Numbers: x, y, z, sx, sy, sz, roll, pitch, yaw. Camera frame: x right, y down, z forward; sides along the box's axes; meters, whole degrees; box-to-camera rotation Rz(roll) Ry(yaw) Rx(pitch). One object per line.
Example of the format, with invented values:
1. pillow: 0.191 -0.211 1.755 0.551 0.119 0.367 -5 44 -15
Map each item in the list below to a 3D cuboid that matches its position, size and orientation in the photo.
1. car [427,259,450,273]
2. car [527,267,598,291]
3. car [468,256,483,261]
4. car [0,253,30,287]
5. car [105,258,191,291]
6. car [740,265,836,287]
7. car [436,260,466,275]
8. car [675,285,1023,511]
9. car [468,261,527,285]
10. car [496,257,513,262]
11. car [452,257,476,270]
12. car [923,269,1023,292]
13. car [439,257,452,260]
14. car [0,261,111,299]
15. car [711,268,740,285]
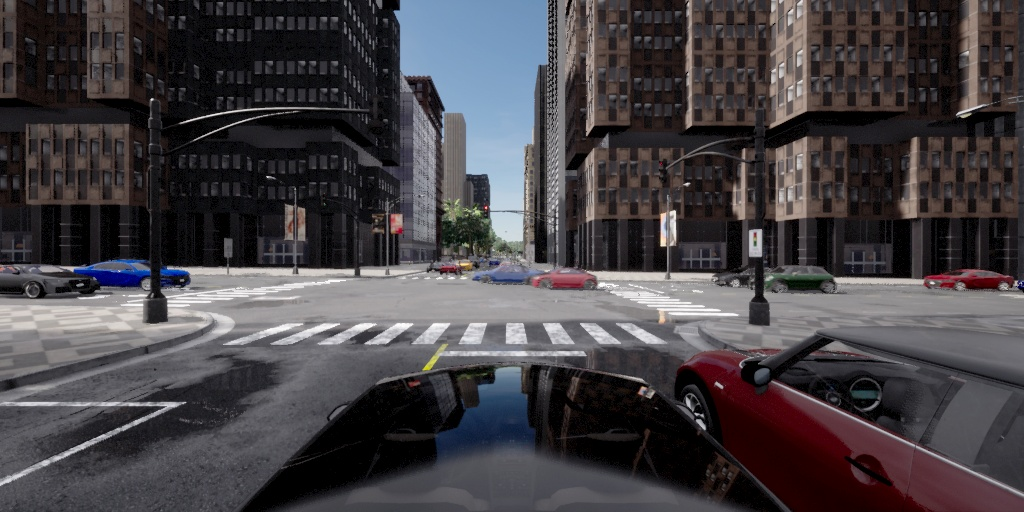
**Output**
1. car: -9.153 1.323 43.735 1.948 1.339 4.313 0 0 0
2. car: 3.228 1.385 22.433 4.181 1.385 1.994 1 0 0
3. car: -6.588 1.014 59.296 2.150 2.045 5.566 0 0 0
4. car: -28.950 0.722 18.780 4.553 1.767 2.097 1 0 0
5. car: -19.838 0.976 18.837 5.008 1.535 1.882 1 0 0
6. car: 17.430 1.376 22.521 4.553 1.767 2.097 1 0 0
7. car: -6.482 1.347 38.563 1.895 1.301 4.718 0 0 1
8. car: 2.763 1.190 2.403 1.967 1.591 4.097 0 0 0
9. car: -0.155 1.315 25.663 5.357 1.411 2.033 1 0 0
10. car: -0.628 1.197 43.792 1.967 1.591 4.097 0 0 0
11. car: -6.522 1.247 48.958 1.882 1.535 5.008 0 0 0
12. car: 32.830 1.722 25.869 5.008 1.535 1.882 1 0 0
13. car: -9.191 1.084 49.161 2.192 1.841 5.009 0 0 0
14. car: -20.774 1.053 15.583 4.181 1.385 1.994 1 0 0
15. car: 16.976 1.518 25.772 4.892 1.490 1.837 0 0 0
